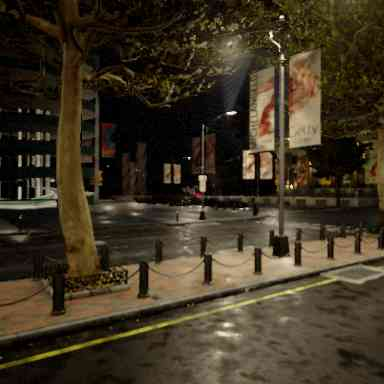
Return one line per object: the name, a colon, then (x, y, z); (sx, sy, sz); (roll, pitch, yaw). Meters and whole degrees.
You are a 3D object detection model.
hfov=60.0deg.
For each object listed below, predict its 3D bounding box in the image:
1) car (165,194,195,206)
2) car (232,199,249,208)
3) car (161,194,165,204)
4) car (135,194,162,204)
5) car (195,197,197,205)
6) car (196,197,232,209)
car: (-2.149, 1.508, 57.598); (2.097, 1.767, 4.553); (0, 0, -37)
car: (6.348, 1.721, 51.833); (2.033, 1.411, 5.357); (0, 0, -35)
car: (-5.940, 1.392, 67.859); (5.566, 2.045, 2.150); (0, 0, 45)
car: (-8.958, 1.699, 65.700); (5.357, 1.411, 2.033); (0, 0, 43)
car: (0.768, 1.699, 59.562); (1.812, 1.442, 4.674); (0, 0, -36)
car: (3.290, 1.634, 50.084); (1.882, 1.535, 5.008); (0, 0, -35)
